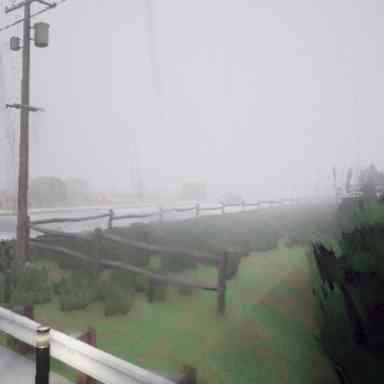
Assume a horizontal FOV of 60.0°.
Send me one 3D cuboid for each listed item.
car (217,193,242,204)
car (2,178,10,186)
[{"bbox_3d":[5.039,0.838,44.343,2.128,1.511,4.902,3,2,33],"label":"car"},{"bbox_3d":[-45.129,-2.481,82.001,1.905,1.878,3.866,8,2,-14],"label":"car"}]
